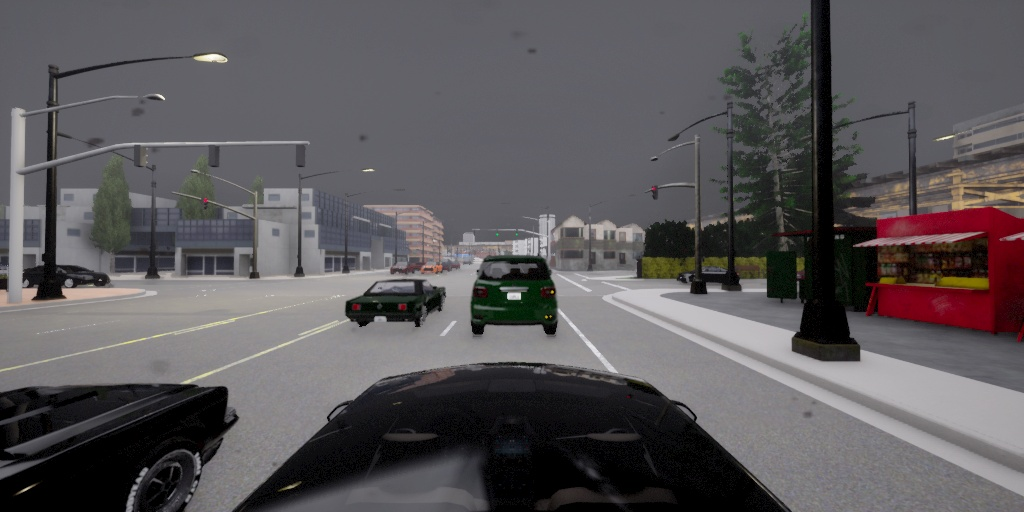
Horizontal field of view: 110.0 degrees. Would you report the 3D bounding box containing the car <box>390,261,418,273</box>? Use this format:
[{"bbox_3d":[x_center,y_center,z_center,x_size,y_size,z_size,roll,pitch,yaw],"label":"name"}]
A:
[{"bbox_3d":[-14.120,1.454,46.402,2.097,1.767,4.553,0,-1,0],"label":"car"}]

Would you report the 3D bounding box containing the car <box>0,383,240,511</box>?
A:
[{"bbox_3d":[-3.402,1.351,1.079,1.895,1.301,4.718,0,0,0],"label":"car"}]

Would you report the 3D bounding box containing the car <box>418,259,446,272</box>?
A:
[{"bbox_3d":[-10.617,1.465,47.710,2.097,1.767,4.553,0,0,0],"label":"car"}]

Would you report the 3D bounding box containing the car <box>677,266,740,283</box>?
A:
[{"bbox_3d":[14.752,1.446,27.081,4.181,1.385,1.994,0,-1,0],"label":"car"}]

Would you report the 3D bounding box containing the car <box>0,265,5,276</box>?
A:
[{"bbox_3d":[-40.947,1.380,27.491,4.902,1.511,2.128,0,-1,1],"label":"car"}]

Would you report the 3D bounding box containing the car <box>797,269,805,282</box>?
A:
[{"bbox_3d":[23.250,1.407,27.011,4.674,1.442,1.812,0,-1,1],"label":"car"}]

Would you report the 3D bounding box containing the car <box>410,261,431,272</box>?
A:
[{"bbox_3d":[-14.114,1.649,55.618,1.882,1.535,5.008,0,0,0],"label":"car"}]

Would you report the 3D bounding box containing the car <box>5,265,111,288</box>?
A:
[{"bbox_3d":[-29.638,1.342,23.723,4.892,1.490,1.837,0,-1,1],"label":"car"}]

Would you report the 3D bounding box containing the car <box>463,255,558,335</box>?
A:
[{"bbox_3d":[0.065,0.989,10.708,2.150,2.045,5.566,0,0,0],"label":"car"}]

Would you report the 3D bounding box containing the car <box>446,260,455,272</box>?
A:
[{"bbox_3d":[-10.621,1.735,56.318,1.994,1.385,4.181,0,0,-1],"label":"car"}]

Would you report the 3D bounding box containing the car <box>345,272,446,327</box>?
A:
[{"bbox_3d":[-3.429,1.372,11.597,1.895,1.301,4.718,0,0,0],"label":"car"}]
